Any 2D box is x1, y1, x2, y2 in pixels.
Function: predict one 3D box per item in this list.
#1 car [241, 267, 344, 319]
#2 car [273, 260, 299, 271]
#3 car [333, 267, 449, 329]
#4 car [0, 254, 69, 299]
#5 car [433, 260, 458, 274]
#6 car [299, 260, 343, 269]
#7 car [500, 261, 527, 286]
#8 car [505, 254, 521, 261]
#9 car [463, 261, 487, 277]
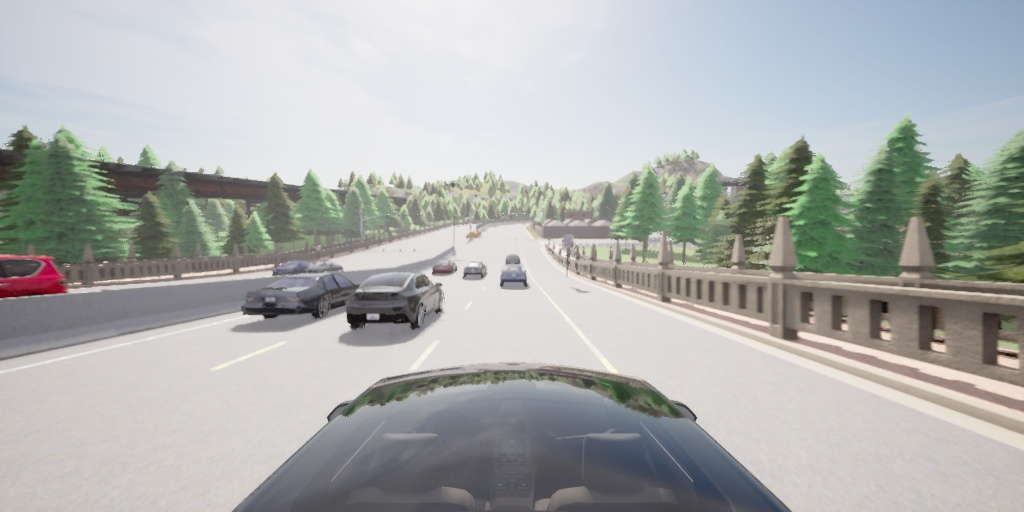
[{"bbox_3d":[-6.894,1.289,12.743,2.033,1.411,5.357,0,0,0],"label":"car"},{"bbox_3d":[-20.983,1.141,34.755,1.812,1.442,4.674,0,2,0],"label":"car"},{"bbox_3d":[-3.395,1.247,11.190,1.837,1.490,4.892,0,0,0],"label":"car"},{"bbox_3d":[-14.090,0.968,8.168,2.150,2.045,5.566,0,0,0],"label":"car"},{"bbox_3d":[-6.883,1.055,37.119,1.994,1.385,4.181,0,3,0],"label":"car"},{"bbox_3d":[-17.500,1.184,33.583,1.994,1.385,4.181,0,2,0],"label":"car"},{"bbox_3d":[0.114,1.280,25.256,2.033,1.411,5.357,0,0,0],"label":"car"},{"bbox_3d":[0.103,0.391,47.121,1.994,1.385,4.181,0,5,0],"label":"car"},{"bbox_3d":[-3.385,1.177,33.367,2.033,1.411,5.357,0,2,0],"label":"car"}]
